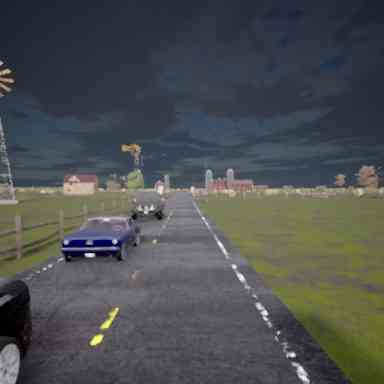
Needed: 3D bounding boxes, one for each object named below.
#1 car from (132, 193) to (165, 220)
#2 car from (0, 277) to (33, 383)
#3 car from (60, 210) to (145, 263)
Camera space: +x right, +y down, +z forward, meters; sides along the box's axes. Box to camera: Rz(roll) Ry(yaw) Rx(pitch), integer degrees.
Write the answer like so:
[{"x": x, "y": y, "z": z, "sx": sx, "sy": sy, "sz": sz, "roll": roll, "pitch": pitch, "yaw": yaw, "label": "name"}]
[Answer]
[{"x": -3.330, "y": 1.076, "z": 26.372, "sx": 2.150, "sy": 2.045, "sz": 5.566, "roll": -1, "pitch": 0, "yaw": -1, "label": "car"}, {"x": -2.856, "y": 1.496, "z": 2.048, "sx": 1.882, "sy": 1.535, "sz": 5.008, "roll": -1, "pitch": 0, "yaw": -1, "label": "car"}, {"x": -3.056, "y": 1.553, "z": 12.044, "sx": 1.895, "sy": 1.301, "sz": 4.718, "roll": -1, "pitch": 0, "yaw": -1, "label": "car"}]
